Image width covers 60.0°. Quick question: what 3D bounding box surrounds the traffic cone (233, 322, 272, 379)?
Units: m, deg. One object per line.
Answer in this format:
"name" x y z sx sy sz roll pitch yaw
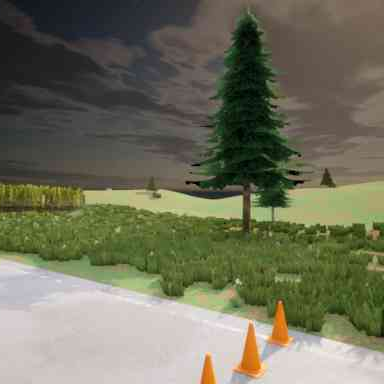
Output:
"traffic cone" 0.751 1.955 4.226 0.340 0.580 0.340 0 0 36

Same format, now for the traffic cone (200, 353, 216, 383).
"traffic cone" 0.167 1.955 3.415 0.340 0.580 0.340 0 0 36

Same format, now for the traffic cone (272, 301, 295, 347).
"traffic cone" 1.336 1.955 5.038 0.340 0.580 0.340 0 0 36
